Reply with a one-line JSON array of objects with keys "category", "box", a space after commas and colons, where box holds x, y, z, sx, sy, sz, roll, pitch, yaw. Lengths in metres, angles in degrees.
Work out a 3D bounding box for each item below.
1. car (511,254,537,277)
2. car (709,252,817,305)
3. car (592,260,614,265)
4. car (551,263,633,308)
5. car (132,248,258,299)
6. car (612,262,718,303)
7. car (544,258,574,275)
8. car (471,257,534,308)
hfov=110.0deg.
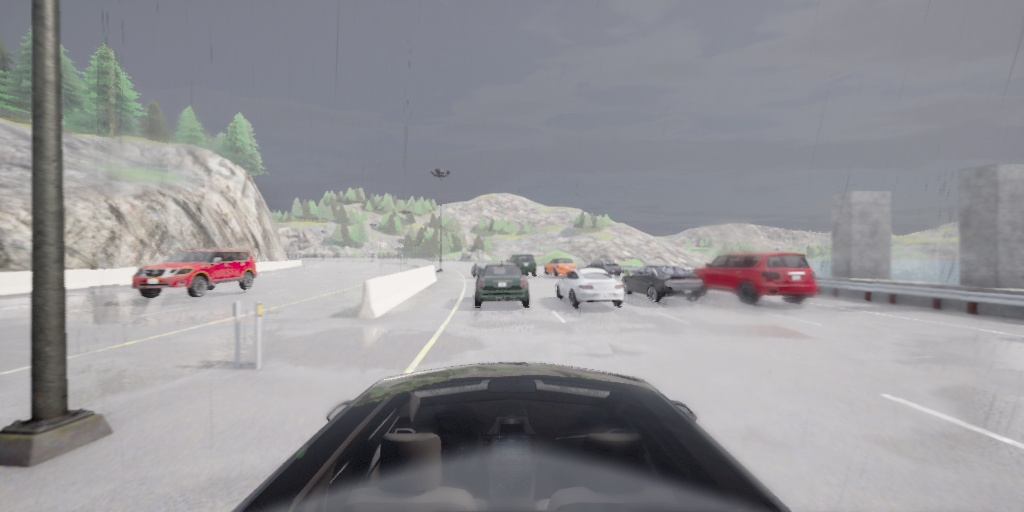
[{"category": "car", "box": [0.791, 0.844, 33.560, 2.150, 2.045, 5.566, 0, 0, -10]}, {"category": "car", "box": [10.035, 0.866, 15.531, 2.150, 2.045, 5.566, 0, 0, -4]}, {"category": "car", "box": [8.071, 1.082, 32.232, 2.128, 1.511, 4.902, 0, 0, -9]}, {"category": "car", "box": [3.052, 1.210, 14.696, 1.812, 1.442, 4.674, 0, 0, -4]}, {"category": "car", "box": [-14.703, 0.646, 17.174, 2.150, 2.045, 5.566, 0, 0, -5]}, {"category": "car", "box": [6.473, 1.152, 15.952, 2.128, 1.511, 4.902, 0, 0, -4]}, {"category": "car", "box": [4.381, 0.958, 33.072, 2.097, 1.767, 4.553, 0, 0, -9]}, {"category": "car", "box": [-0.496, 1.052, 15.228, 2.097, 1.767, 4.553, 0, 0, -4]}]
